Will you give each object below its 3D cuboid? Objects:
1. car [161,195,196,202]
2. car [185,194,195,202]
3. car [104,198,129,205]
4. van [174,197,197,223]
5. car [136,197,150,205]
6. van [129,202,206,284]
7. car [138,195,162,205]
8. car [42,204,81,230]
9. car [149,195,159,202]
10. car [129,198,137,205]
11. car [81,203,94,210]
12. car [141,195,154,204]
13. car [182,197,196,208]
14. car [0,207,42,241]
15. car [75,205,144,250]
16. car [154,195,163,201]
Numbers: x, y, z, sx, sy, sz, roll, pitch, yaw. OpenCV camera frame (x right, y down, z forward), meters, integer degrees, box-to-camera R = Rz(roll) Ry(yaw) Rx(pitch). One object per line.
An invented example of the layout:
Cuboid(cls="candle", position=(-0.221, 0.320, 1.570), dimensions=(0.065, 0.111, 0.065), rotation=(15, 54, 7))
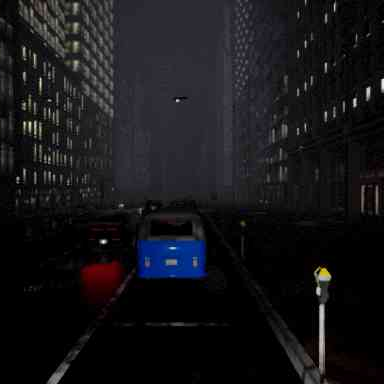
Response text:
Cuboid(cls="car", position=(-0.465, 1.310, 20.672), dimensions=(2.192, 1.841, 5.009), rotation=(-1, 0, 0))
Cuboid(cls="car", position=(-0.465, 1.297, 77.509), dimensions=(2.192, 1.841, 5.009), rotation=(-1, 0, 0))
Cuboid(cls="car", position=(-8.843, 1.543, 37.724), dimensions=(2.008, 1.369, 4.403), rotation=(-1, 0, 0))
Cuboid(cls="van", position=(-0.465, 1.335, 26.356), dimensions=(1.690, 1.788, 3.998), rotation=(-1, 0, 0))
Cuboid(cls="car", position=(-8.843, 1.568, 60.458), dimensions=(1.802, 1.307, 4.206), rotation=(-1, 0, 0))
Cuboid(cls="van", position=(-0.465, 1.338, 9.305), dimensions=(1.690, 1.788, 3.998), rotation=(-1, 0, 0))
Cuboid(cls="car", position=(-3.146, 1.361, 29.217), dimensions=(2.097, 1.767, 4.553), rotation=(0, 0, 0))
Cuboid(cls="car", position=(-8.844, 1.546, 20.673), dimensions=(2.008, 1.369, 4.403), rotation=(-1, 0, 0))
Cuboid(cls="car", position=(-8.843, 1.507, 77.339), dimensions=(1.752, 1.417, 4.829), rotation=(-1, 0, 0))
Cuboid(cls="car", position=(-8.843, 1.540, 49.090), dimensions=(2.008, 1.369, 4.403), rotation=(-1, 0, 0))
Cuboid(cls="car", position=(-8.843, 1.576, 26.356), dimensions=(1.802, 1.307, 4.206), rotation=(-1, 0, 0))
Cuboid(cls="car", position=(-8.844, 1.425, 66.141), dimensions=(1.967, 1.590, 4.097), rotation=(-1, 0, 0))
Cuboid(cls="car", position=(-0.462, 1.540, 49.090), dimensions=(2.008, 1.369, 4.403), rotation=(-1, 0, 0))
Cuboid(cls="car", position=(-8.843, 1.541, 14.989), dimensions=(1.887, 1.381, 4.507), rotation=(-1, 0, 0))
Cuboid(cls="car", position=(-3.146, 1.514, 14.247), dimensions=(1.837, 1.490, 4.892), rotation=(0, 0, 0))
Cuboid(cls="car", position=(-8.843, 1.544, 88.876), dimensions=(1.947, 1.339, 4.313), rotation=(-1, 0, 0))
